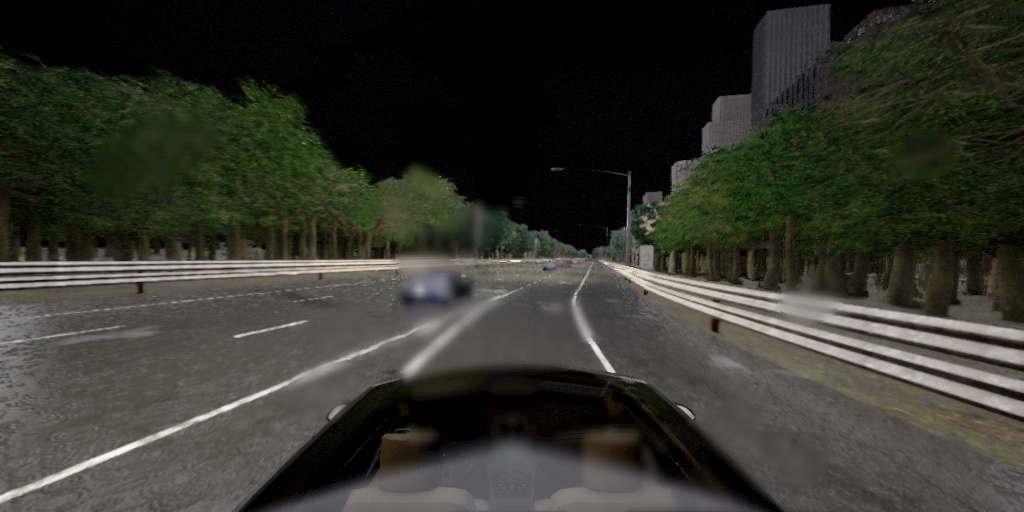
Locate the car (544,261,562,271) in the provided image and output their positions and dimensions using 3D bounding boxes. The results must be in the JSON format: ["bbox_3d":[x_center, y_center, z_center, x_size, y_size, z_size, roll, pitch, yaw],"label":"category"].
[{"bbox_3d":[5.898,1.523,53.210,1.994,1.385,4.181,1,0,13],"label":"car"}]

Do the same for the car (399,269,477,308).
[{"bbox_3d":[-2.925,1.257,15.084,1.994,1.385,4.181,1,0,13],"label":"car"}]
